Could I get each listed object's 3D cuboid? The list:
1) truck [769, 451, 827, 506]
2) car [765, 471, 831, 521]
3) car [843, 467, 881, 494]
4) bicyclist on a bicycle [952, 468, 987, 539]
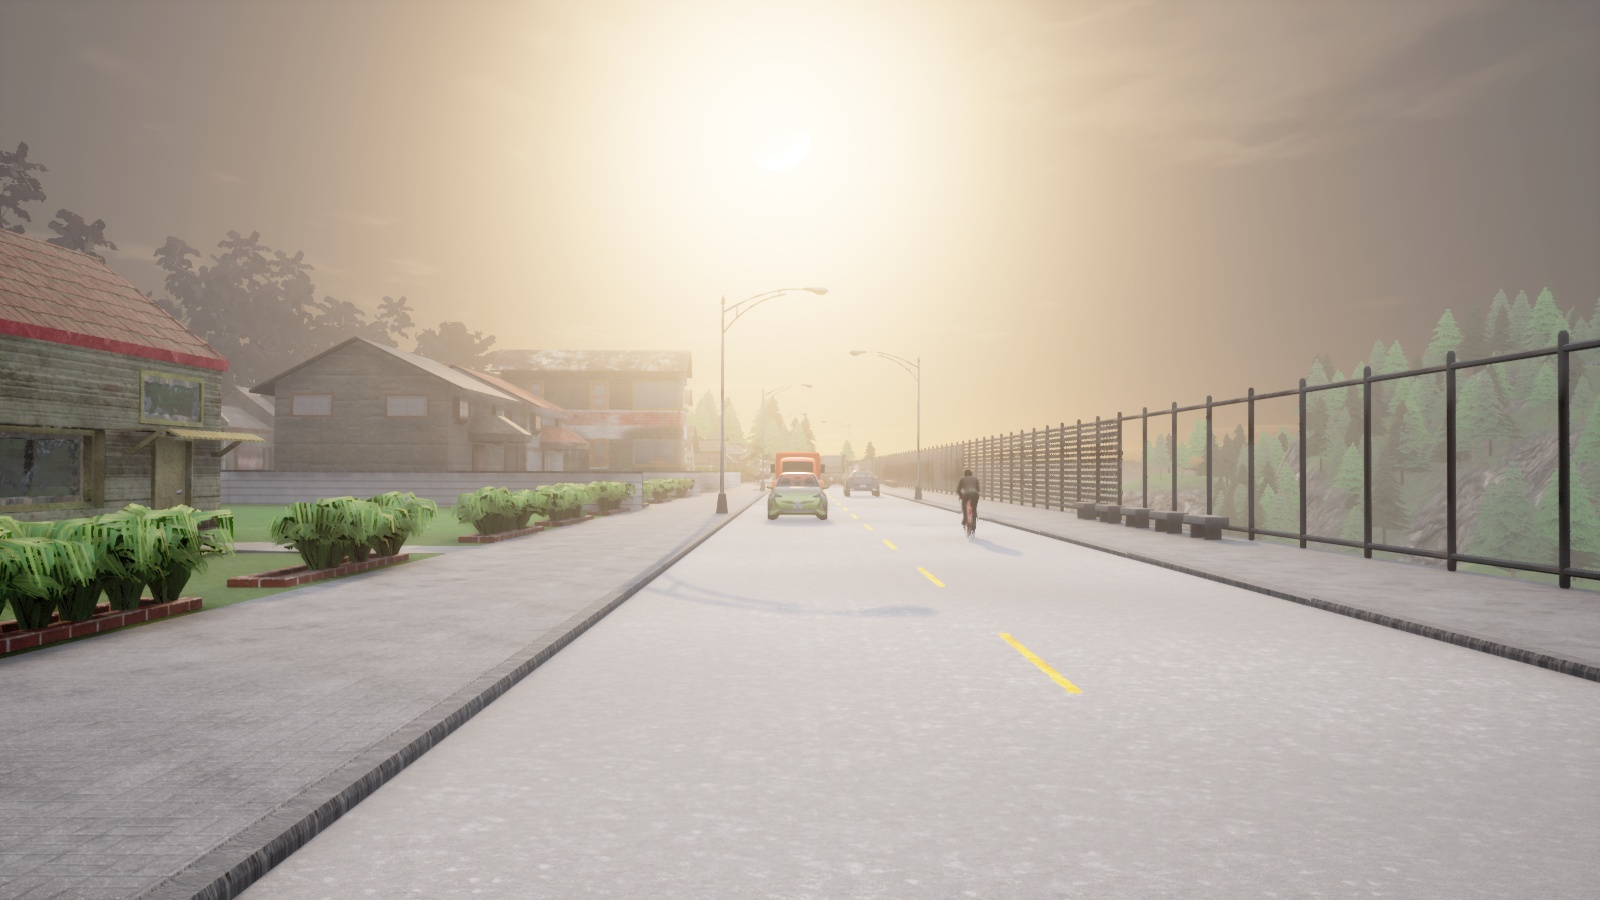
[{"bbox_3d":[-0.102,1.321,59.241,2.627,2.467,5.204,0,-1,0],"label":"truck"},{"bbox_3d":[-0.065,1.448,40.994,2.007,1.525,4.514,0,-1,0],"label":"car"},{"bbox_3d":[3.862,1.904,79.166,2.152,1.651,5.027,0,-1,0],"label":"car"},{"bbox_3d":[3.956,1.245,29.438,0.582,1.620,1.656,0,-1,0],"label":"bicyclist on a bicycle"}]
